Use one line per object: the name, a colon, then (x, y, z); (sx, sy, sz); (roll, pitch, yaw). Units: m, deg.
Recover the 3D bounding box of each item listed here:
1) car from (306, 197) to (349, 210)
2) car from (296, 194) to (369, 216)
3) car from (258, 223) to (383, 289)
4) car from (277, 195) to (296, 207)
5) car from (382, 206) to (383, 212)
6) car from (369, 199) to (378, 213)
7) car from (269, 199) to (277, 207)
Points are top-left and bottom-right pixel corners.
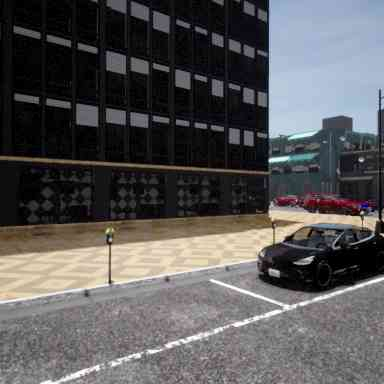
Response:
car: (15.740, 1.341, 38.805); (1.802, 1.307, 4.206); (1, 0, -36)
car: (12.272, 1.101, 29.376); (2.192, 1.841, 5.009); (1, 0, -36)
car: (3.743, 1.566, 9.222); (4.313, 1.339, 1.947); (0, 0, -35)
car: (12.459, 1.130, 43.278); (1.967, 1.590, 4.097); (1, 0, -36)
car: (19.022, 1.372, 34.336); (1.887, 1.381, 4.507); (1, 0, -36)
car: (14.236, 1.322, 31.052); (1.812, 1.442, 4.674); (0, 1, -38)
car: (7.456, 1.159, 40.297); (1.837, 1.490, 4.892); (0, 1, -36)
